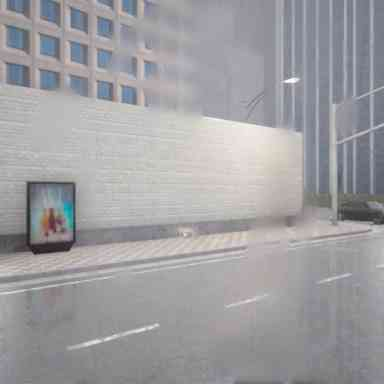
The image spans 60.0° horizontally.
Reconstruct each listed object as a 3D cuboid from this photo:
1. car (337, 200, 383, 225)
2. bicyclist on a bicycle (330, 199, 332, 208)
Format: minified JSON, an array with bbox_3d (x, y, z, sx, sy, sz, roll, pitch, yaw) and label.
[{"bbox_3d":[12.927,1.403,24.376,2.097,1.767,4.553,0,0,-27],"label":"car"},{"bbox_3d":[18.685,1.356,43.961,1.656,1.620,0.582,0,0,-36],"label":"bicyclist on a bicycle"}]
